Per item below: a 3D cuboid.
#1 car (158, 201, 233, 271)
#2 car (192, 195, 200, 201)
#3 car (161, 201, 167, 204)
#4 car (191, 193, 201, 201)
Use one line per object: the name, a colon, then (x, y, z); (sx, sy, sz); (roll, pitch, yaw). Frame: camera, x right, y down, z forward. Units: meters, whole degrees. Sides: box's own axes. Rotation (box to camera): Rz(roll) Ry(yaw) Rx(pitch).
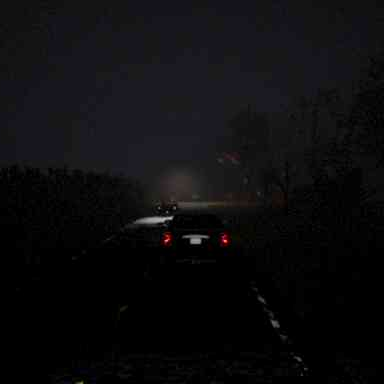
car: (0.131, 1.352, 11.144); (2.097, 1.767, 4.553); (0, 0, 1)
car: (1.063, 1.521, 83.581); (1.837, 1.490, 4.892); (0, 0, 1)
car: (-2.331, 1.611, 33.740); (1.895, 1.301, 4.718); (0, 0, 1)
car: (0.929, 1.326, 73.188); (2.150, 2.045, 5.566); (0, 0, 1)
